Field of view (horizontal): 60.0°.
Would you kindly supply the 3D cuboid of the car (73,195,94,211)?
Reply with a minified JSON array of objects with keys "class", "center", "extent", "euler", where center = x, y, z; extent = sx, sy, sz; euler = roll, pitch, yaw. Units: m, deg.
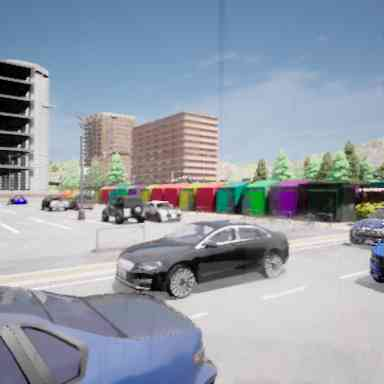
[{"class":"car","center":[-12.909,1.431,38.706],"extent":[1.784,1.438,3.905],"euler":[0,0,-37]}]

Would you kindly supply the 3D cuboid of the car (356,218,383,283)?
[{"class":"car","center":[6.585,1.533,8.674],"extent":[5.008,1.535,1.882],"euler":[1,0,-35]}]

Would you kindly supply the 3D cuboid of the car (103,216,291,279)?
[{"class":"car","center":[0.485,1.521,8.631],"extent":[4.902,1.511,2.128],"euler":[0,0,-35]}]

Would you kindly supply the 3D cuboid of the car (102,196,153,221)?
[{"class":"car","center":[-4.703,1.208,23.033],"extent":[1.905,1.878,3.866],"euler":[0,0,-37]}]

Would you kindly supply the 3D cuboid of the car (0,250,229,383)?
[{"class":"car","center":[-2.325,1.545,2.331],"extent":[5.357,1.411,2.033],"euler":[0,0,-35]}]

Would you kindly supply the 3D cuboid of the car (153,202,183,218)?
[{"class":"car","center":[-2.385,1.463,24.765],"extent":[1.970,1.475,3.806],"euler":[0,0,-37]}]

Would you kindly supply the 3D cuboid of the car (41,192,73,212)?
[{"class":"car","center":[-15.261,1.205,37.015],"extent":[1.932,1.855,4.605],"euler":[0,0,-37]}]

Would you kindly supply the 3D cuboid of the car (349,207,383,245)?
[{"class":"car","center":[8.932,1.436,14.617],"extent":[4.553,1.767,2.097],"euler":[0,0,-35]}]
